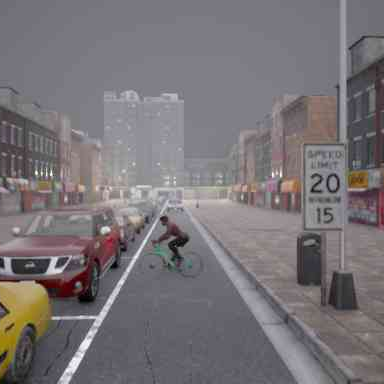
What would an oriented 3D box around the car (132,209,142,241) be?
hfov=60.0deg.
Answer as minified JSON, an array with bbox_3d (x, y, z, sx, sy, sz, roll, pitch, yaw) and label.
[{"bbox_3d":[-3.324,1.573,13.789,1.802,1.307,4.206,0,0,-3],"label":"car"}]

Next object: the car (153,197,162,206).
[{"bbox_3d":[-4.525,1.531,35.564,2.008,1.369,4.403,0,0,-3],"label":"car"}]

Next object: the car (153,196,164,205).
[{"bbox_3d":[-5.716,1.495,57.169,1.752,1.417,4.829,0,0,-3],"label":"car"}]

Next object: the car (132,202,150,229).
[{"bbox_3d":[-3.615,1.514,19.063,1.752,1.417,4.829,0,0,-3],"label":"car"}]

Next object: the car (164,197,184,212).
[{"bbox_3d":[-1.977,1.579,39.069,1.895,1.301,4.718,0,0,-3],"label":"car"}]

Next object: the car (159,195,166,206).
[{"bbox_3d":[-5.425,1.523,51.896,2.008,1.369,4.403,0,0,-3],"label":"car"}]

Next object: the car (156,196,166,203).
[{"bbox_3d":[-6.325,1.547,68.227,1.802,1.307,4.206,0,0,-3],"label":"car"}]

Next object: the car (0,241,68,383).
[{"bbox_3d":[-2.714,1.524,2.732,1.752,1.417,4.829,0,0,-3],"label":"car"}]

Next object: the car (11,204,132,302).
[{"bbox_3d":[-3.024,1.309,8.345,2.192,1.841,5.009,0,0,-3],"label":"car"}]

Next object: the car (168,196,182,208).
[{"bbox_3d":[-2.528,1.452,49.072,1.882,1.535,5.008,0,0,-3],"label":"car"}]

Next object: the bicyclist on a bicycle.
[{"bbox_3d":[-0.541,1.432,8.562,1.656,1.620,0.582,0,0,-3],"label":"bicyclist on a bicycle"}]

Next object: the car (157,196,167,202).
[{"bbox_3d":[-6.626,1.528,73.671,1.947,1.339,4.313,0,0,-3],"label":"car"}]

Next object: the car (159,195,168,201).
[{"bbox_3d":[-7.226,1.522,84.559,1.947,1.339,4.313,0,0,-3],"label":"car"}]

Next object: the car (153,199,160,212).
[{"bbox_3d":[-4.224,1.549,30.120,1.947,1.339,4.313,0,0,-3],"label":"car"}]

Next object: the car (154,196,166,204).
[{"bbox_3d":[-6.025,1.533,62.784,1.947,1.339,4.313,0,0,-3],"label":"car"}]

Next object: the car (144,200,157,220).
[{"bbox_3d":[-3.924,1.551,24.676,1.947,1.339,4.313,0,0,-3],"label":"car"}]
